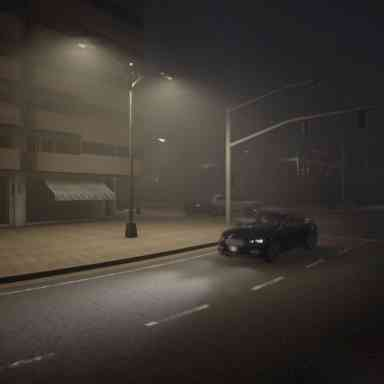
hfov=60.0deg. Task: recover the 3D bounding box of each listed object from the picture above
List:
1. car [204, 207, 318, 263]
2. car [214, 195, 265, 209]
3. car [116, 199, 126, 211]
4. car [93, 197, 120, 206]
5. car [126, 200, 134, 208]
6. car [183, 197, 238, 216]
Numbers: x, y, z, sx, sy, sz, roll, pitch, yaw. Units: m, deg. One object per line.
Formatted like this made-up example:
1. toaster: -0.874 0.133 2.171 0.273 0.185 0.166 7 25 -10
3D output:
1. car: 2.932 1.491 12.115 2.128 1.511 4.902 0 0 42
2. car: 4.503 1.278 32.919 5.566 2.045 2.150 0 0 39
3. car: -10.864 1.533 41.421 5.008 1.535 1.882 0 0 41
4. car: -15.272 1.603 59.228 5.357 1.411 2.033 0 0 41
5. car: -9.772 1.619 45.098 4.181 1.385 1.994 0 0 41
6. car: 1.357 1.545 30.910 4.902 1.511 2.128 0 0 41
